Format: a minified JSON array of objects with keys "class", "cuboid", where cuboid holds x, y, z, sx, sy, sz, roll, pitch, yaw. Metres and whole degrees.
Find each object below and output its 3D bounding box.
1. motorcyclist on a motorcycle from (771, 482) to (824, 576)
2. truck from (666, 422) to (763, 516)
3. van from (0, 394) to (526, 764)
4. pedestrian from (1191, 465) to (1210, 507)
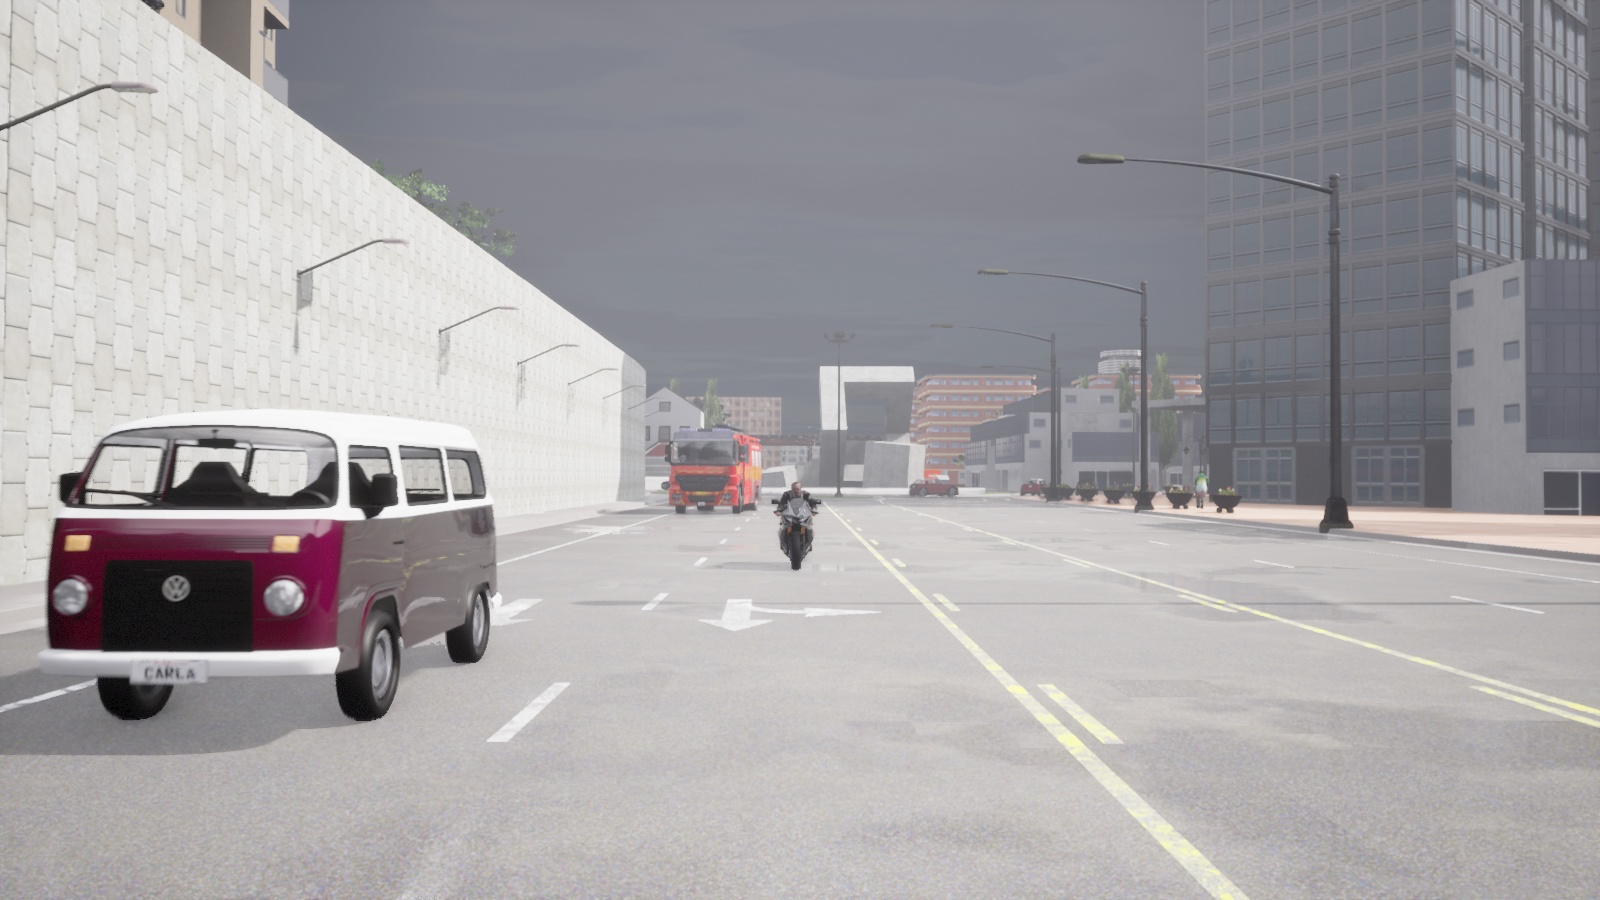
[{"class":"motorcyclist on a motorcycle","cuboid":[-0.050,1.329,21.798,0.866,1.530,2.191,0,-1,0]},{"class":"truck","cuboid":[-3.606,0.862,55.060,2.891,3.827,8.468,0,-1,5]},{"class":"van","cuboid":[-3.522,0.759,9.197,2.069,2.038,4.480,0,-1,0]},{"class":"pedestrian","cuboid":[19.054,1.717,59.757,0.659,1.952,0.873,0,-1,1]}]
